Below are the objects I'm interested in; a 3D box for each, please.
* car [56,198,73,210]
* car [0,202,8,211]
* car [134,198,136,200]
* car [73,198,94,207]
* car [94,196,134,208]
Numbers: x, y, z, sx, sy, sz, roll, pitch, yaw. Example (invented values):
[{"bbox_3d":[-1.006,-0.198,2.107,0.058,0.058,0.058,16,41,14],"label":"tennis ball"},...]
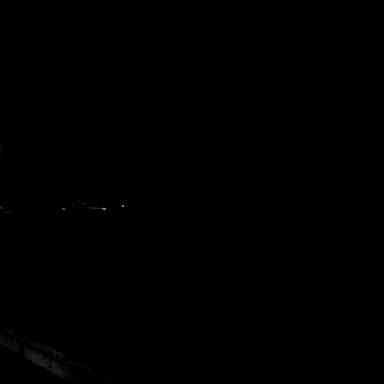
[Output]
[{"bbox_3d":[-17.839,1.542,40.508,2.033,1.411,5.357,0,0,39],"label":"car"},{"bbox_3d":[-22.204,1.562,40.674,1.994,1.385,4.181,0,0,38],"label":"car"},{"bbox_3d":[-10.145,1.425,55.654,1.994,1.385,4.181,0,1,38],"label":"car"},{"bbox_3d":[-16.404,1.511,47.878,2.033,1.411,5.357,0,0,39],"label":"car"},{"bbox_3d":[-11.300,1.438,48.632,1.837,1.490,4.892,0,1,39],"label":"car"}]
